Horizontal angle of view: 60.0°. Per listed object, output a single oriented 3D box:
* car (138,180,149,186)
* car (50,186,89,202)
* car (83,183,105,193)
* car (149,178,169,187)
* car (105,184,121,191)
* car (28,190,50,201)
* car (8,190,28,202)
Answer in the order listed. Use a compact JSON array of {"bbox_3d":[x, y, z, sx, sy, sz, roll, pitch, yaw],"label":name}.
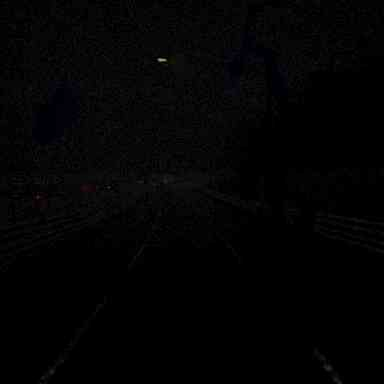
[{"bbox_3d":[-13.118,-2.502,90.937,2.128,1.511,4.902,1,4,13],"label":"car"},{"bbox_3d":[-16.349,0.496,44.727,1.882,1.535,5.008,1,4,13],"label":"car"},{"bbox_3d":[-19.274,-0.863,63.594,2.097,1.767,4.553,1,4,13],"label":"car"},{"bbox_3d":[-8.041,-1.909,81.619,2.033,1.411,5.357,1,4,13],"label":"car"},{"bbox_3d":[-15.410,-0.825,64.827,2.128,1.511,4.902,1,4,13],"label":"car"},{"bbox_3d":[-19.765,0.551,45.490,1.994,1.385,4.181,1,4,13],"label":"car"},{"bbox_3d":[-23.179,0.450,46.254,1.837,1.490,4.892,1,4,13],"label":"car"}]
